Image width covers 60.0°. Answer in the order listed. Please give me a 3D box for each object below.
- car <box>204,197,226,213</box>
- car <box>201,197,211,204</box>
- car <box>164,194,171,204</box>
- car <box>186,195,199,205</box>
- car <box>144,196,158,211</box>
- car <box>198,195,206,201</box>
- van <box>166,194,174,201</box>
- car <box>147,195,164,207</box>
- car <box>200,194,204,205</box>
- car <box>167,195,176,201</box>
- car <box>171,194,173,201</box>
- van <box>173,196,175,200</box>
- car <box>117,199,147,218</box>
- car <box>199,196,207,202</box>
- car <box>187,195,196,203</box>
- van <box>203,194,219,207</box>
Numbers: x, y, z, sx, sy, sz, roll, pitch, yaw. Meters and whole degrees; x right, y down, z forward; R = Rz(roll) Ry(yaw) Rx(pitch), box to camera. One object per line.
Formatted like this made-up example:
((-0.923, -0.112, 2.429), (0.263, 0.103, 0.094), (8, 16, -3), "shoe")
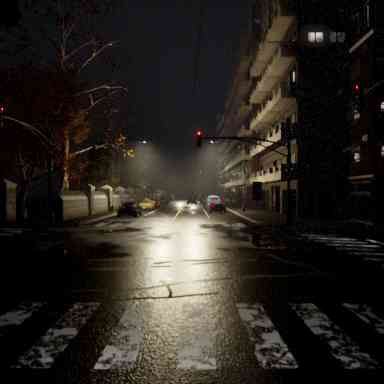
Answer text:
((2.689, 1.562, 36.421), (1.887, 1.381, 4.507), (0, 0, 0), "car")
((2.686, 1.600, 64.572), (1.887, 1.381, 4.507), (0, 0, 0), "car")
((-5.694, 1.495, 64.573), (1.967, 1.590, 4.097), (0, 0, 0), "car")
((-0.006, 1.595, 59.507), (2.033, 1.411, 5.357), (0, 0, 0), "car")
((-5.691, 1.548, 41.882), (1.752, 1.417, 4.829), (0, 0, 0), "car")
((2.683, 1.541, 87.092), (1.967, 1.590, 4.097), (0, 0, 0), "car")
((-5.697, 1.442, 87.092), (1.690, 1.788, 3.998), (0, 0, 0), "van")
((-5.692, 1.345, 47.682), (2.192, 1.841, 5.009), (0, 0, 0), "car")
((2.688, 1.478, 53.313), (1.967, 1.590, 4.097), (0, 0, 0), "car")
((-5.698, 1.666, 92.721), (2.008, 1.369, 4.403), (0, 0, 0), "car")
((-5.695, 1.505, 70.202), (1.967, 1.590, 4.097), (0, 0, 0), "car")
((-5.697, 1.429, 81.462), (1.690, 1.788, 3.998), (0, 0, 0), "van")
((-5.690, 1.579, 30.790), (1.947, 1.339, 4.313), (0, 0, 0), "car")
((2.683, 1.632, 81.463), (1.887, 1.381, 4.507), (0, 0, 0), "car")
((-0.006, 1.442, 69.926), (1.837, 1.490, 4.892), (0, 0, 0), "car")
((2.689, 1.364, 42.052), (1.690, 1.788, 3.998), (0, 0, 0), "van")
